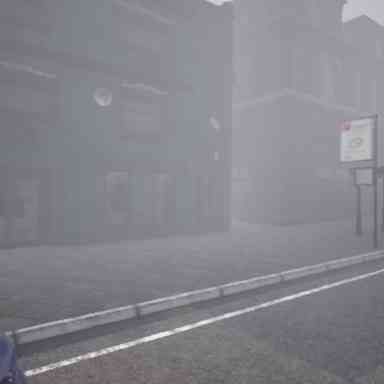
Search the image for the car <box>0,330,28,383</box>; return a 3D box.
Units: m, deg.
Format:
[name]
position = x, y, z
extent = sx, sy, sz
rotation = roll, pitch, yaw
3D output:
[car]
position = -3.240, 1.529, 1.374
extent = 4.674, 1.442, 1.812
rotation = 0, 0, -36
